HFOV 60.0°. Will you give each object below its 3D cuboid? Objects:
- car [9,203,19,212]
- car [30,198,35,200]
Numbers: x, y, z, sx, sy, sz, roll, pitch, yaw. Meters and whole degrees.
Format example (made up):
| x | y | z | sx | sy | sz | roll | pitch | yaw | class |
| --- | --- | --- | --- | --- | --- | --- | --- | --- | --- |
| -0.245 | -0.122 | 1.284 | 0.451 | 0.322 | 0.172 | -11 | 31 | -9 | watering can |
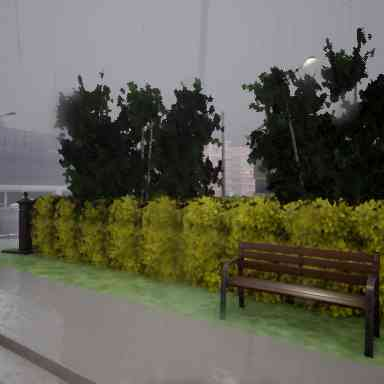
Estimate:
| x | y | z | sx | sy | sz | roll | pitch | yaw | class |
| --- | --- | --- | --- | --- | --- | --- | --- | --- | --- |
| -18.568 | 1.477 | 38.326 | 1.812 | 1.442 | 4.674 | 0 | 0 | 33 | car |
| -15.847 | 1.515 | 36.090 | 1.994 | 1.385 | 4.181 | 0 | 0 | 35 | car |
